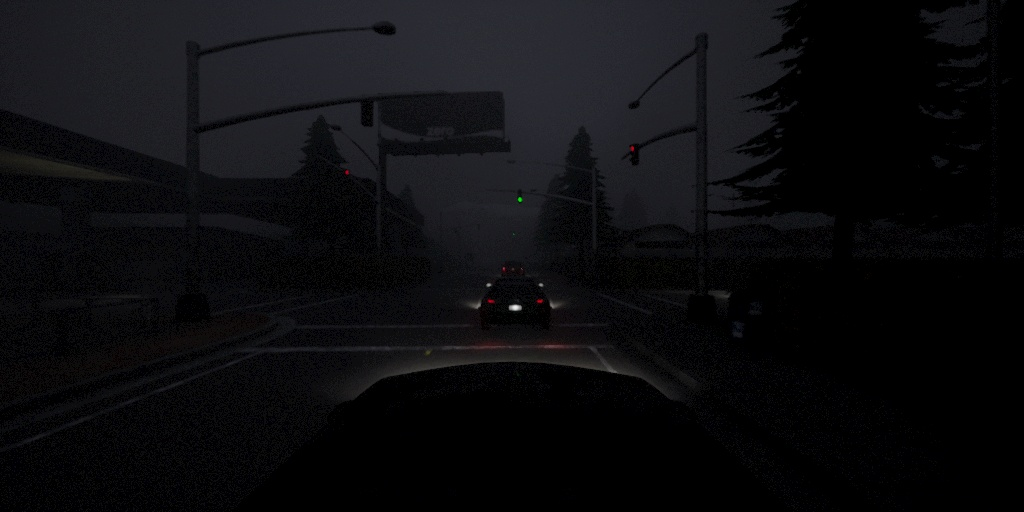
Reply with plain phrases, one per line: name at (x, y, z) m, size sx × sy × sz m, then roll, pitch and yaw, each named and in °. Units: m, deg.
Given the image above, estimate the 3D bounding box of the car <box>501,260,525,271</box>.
car at (0.083, 1.182, 33.429) m, size 2.097 × 1.767 × 4.553 m, roll -1°, pitch -1°, yaw 0°

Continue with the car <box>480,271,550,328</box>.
car at (0.095, 1.343, 11.438) m, size 1.994 × 1.385 × 4.181 m, roll 0°, pitch 0°, yaw 0°

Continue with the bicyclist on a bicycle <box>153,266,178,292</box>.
bicyclist on a bicycle at (-21.758, 1.434, 22.537) m, size 0.582 × 1.620 × 1.656 m, roll 0°, pitch 0°, yaw 0°
